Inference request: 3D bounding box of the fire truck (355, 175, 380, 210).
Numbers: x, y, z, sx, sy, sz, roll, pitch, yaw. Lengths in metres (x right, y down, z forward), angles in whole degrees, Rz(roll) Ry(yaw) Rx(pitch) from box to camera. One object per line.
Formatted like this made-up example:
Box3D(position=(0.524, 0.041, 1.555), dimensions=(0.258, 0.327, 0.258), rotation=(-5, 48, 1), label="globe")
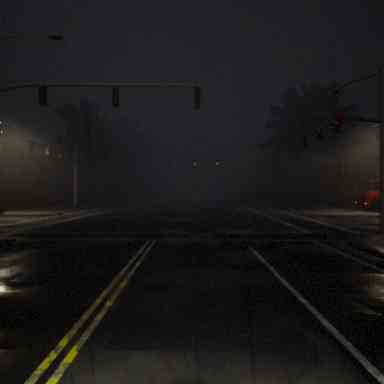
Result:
Box3D(position=(22.697, 0.061, 36.430), dimensions=(8.468, 3.827, 2.891), rotation=(0, 0, 1), label="fire truck")
